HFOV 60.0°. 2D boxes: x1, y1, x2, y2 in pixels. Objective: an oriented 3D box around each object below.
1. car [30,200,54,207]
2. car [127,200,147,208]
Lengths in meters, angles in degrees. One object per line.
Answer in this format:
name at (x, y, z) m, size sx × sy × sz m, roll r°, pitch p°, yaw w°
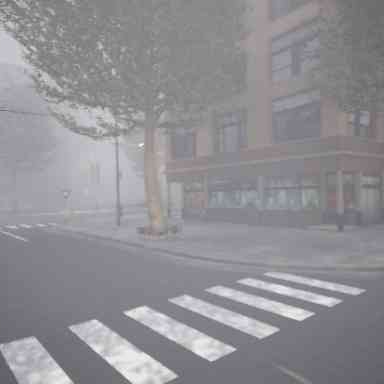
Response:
car at (-31.038, 2.251, 68.868) m, size 4.674 × 1.452 × 2.002 m, roll -1°, pitch 0°, yaw -39°
car at (-7.839, 1.909, 52.989) m, size 4.718 × 1.301 × 1.895 m, roll -1°, pitch 0°, yaw -38°
